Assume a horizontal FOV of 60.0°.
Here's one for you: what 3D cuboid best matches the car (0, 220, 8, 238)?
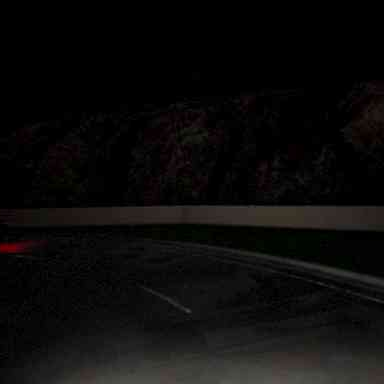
[{"bbox_3d":[-11.053,1.652,15.281,5.008,1.535,1.882,-1,0,10],"label":"car"}]
